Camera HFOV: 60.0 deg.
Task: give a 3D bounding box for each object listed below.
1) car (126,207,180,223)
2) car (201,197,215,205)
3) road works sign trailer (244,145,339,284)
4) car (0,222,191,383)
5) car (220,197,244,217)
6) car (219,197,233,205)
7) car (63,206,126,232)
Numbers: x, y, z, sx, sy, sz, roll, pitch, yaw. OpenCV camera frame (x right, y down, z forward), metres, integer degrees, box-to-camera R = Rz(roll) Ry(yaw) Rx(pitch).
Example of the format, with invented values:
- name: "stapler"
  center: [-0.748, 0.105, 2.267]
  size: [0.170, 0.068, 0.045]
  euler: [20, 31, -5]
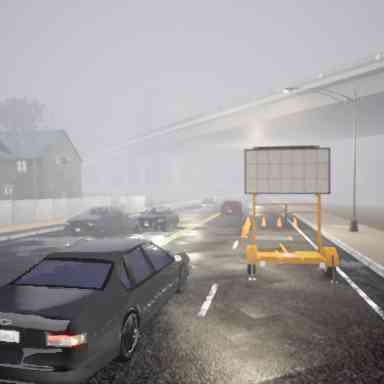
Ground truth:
- name: "car"
  center: [-2.053, 1.580, 19.835]
  size: [1.994, 1.385, 4.181]
  euler: [0, 0, 12]
- name: "car"
  center: [3.017, 1.621, 61.155]
  size: [1.994, 1.385, 4.181]
  euler: [0, 0, 12]
- name: "road works sign trailer"
  center: [2.736, 0.467, 9.732]
  size: [2.380, 3.560, 2.880]
  euler: [0, 0, 8]
- name: "car"
  center: [-1.417, 1.552, 5.934]
  size: [2.033, 1.411, 5.357]
  euler: [0, 0, 12]
- name: "car"
  center: [3.843, 1.500, 31.404]
  size: [1.882, 1.535, 5.008]
  euler: [0, 0, 12]
- name: "car"
  center: [6.172, 1.600, 60.347]
  size: [2.033, 1.411, 5.357]
  euler: [0, 0, 12]
- name: "car"
  center: [-5.378, 1.566, 19.799]
  size: [2.033, 1.411, 5.357]
  euler: [0, 0, 12]
